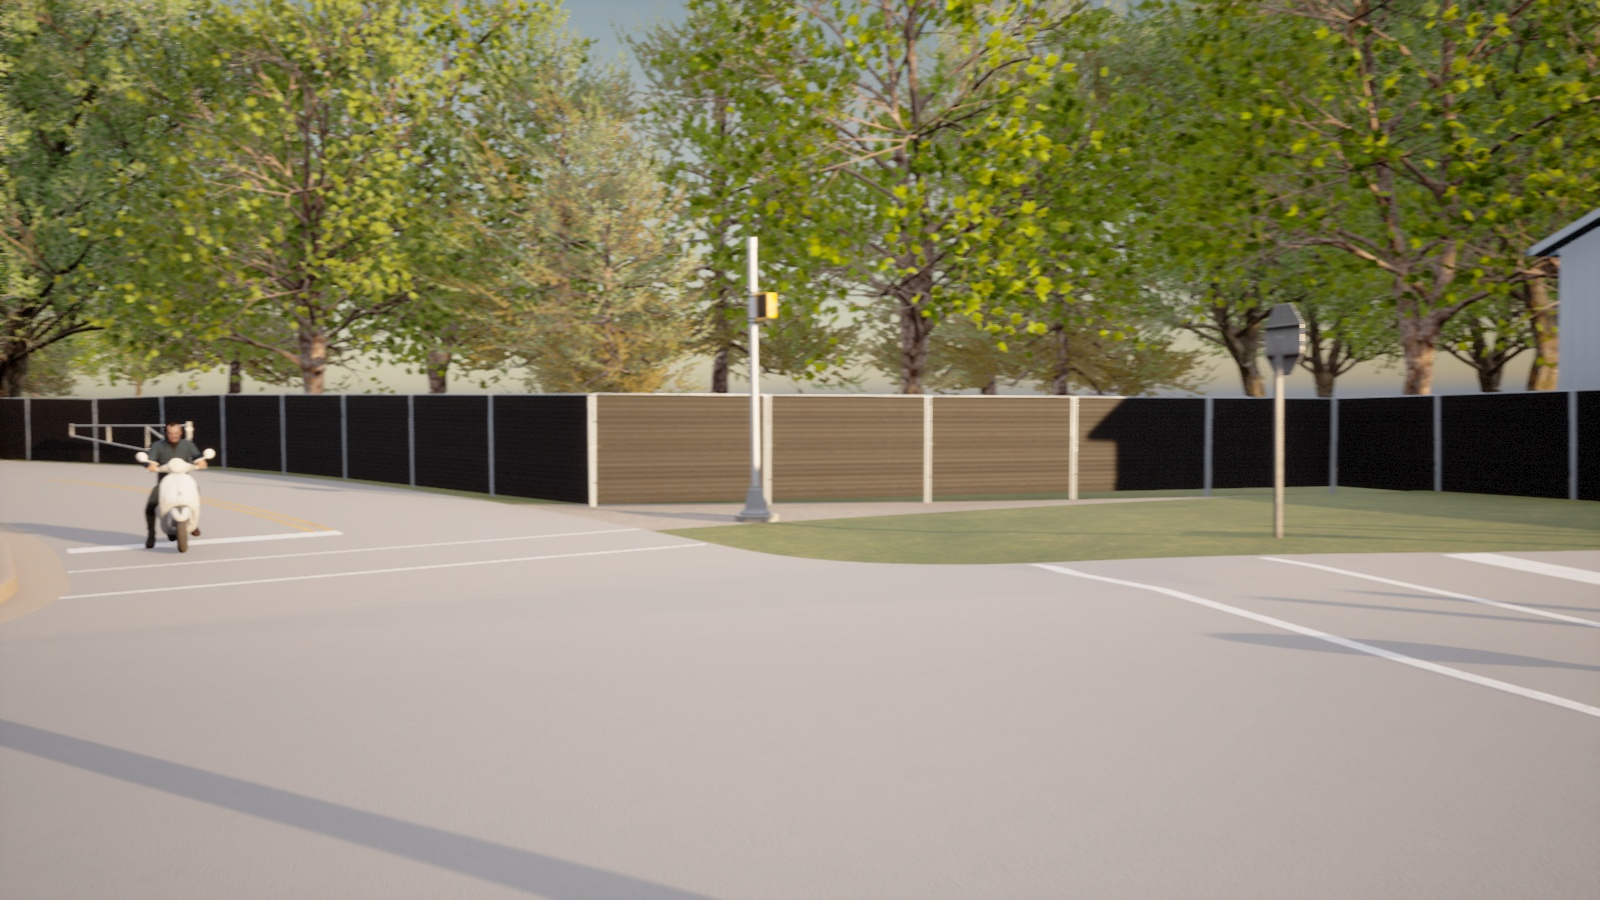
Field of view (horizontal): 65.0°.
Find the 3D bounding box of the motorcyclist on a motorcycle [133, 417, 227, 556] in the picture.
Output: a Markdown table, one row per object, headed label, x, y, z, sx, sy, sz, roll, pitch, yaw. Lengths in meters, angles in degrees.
| label | x | y | z | sx | sy | sz | roll | pitch | yaw |
| --- | --- | --- | --- | --- | --- | --- | --- | --- | --- |
| motorcyclist on a motorcycle | -7.845 | 0.411 | 15.852 | 0.866 | 1.590 | 1.817 | -2 | 4 | -31 |
